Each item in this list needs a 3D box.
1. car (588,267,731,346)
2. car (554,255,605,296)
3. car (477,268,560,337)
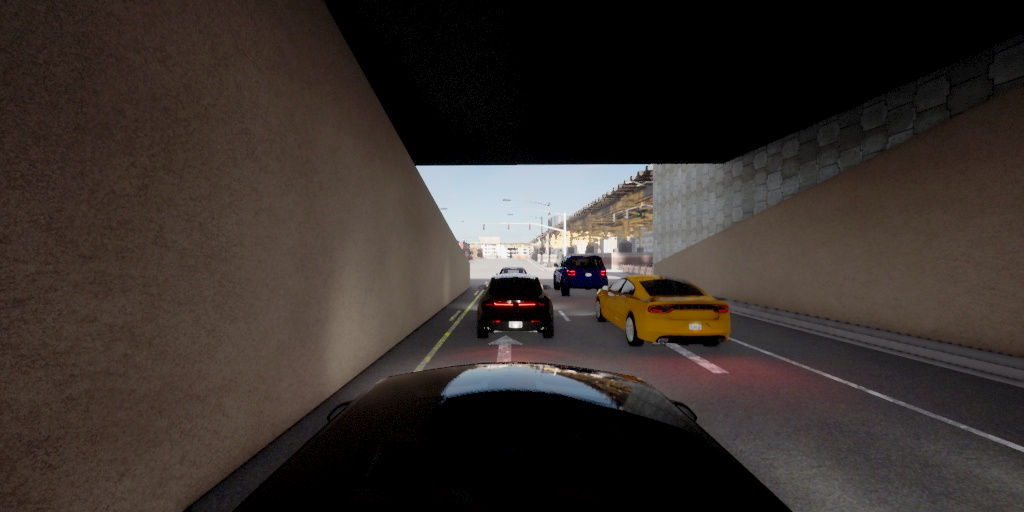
[{"bbox_3d":[3.574,1.227,9.459,1.882,1.535,5.008,0,0,0],"label":"car"},{"bbox_3d":[3.568,0.969,19.428,2.150,2.045,5.566,0,0,0],"label":"car"},{"bbox_3d":[0.076,1.254,10.258,1.837,1.490,4.892,0,0,0],"label":"car"}]
